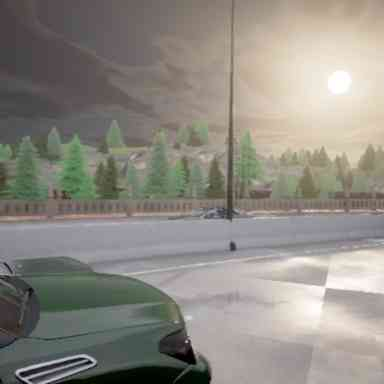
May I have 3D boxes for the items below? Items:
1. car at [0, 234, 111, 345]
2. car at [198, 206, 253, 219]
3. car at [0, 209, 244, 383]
[{"bbox_3d":[-3.894,1.567,5.204,4.718,1.301,1.895,0,0,-35],"label":"car"},{"bbox_3d":[0.892,1.485,16.592,4.902,1.511,2.128,0,0,-29],"label":"car"},{"bbox_3d":[-2.494,1.202,1.937,5.566,2.045,2.150,0,0,-36],"label":"car"}]
